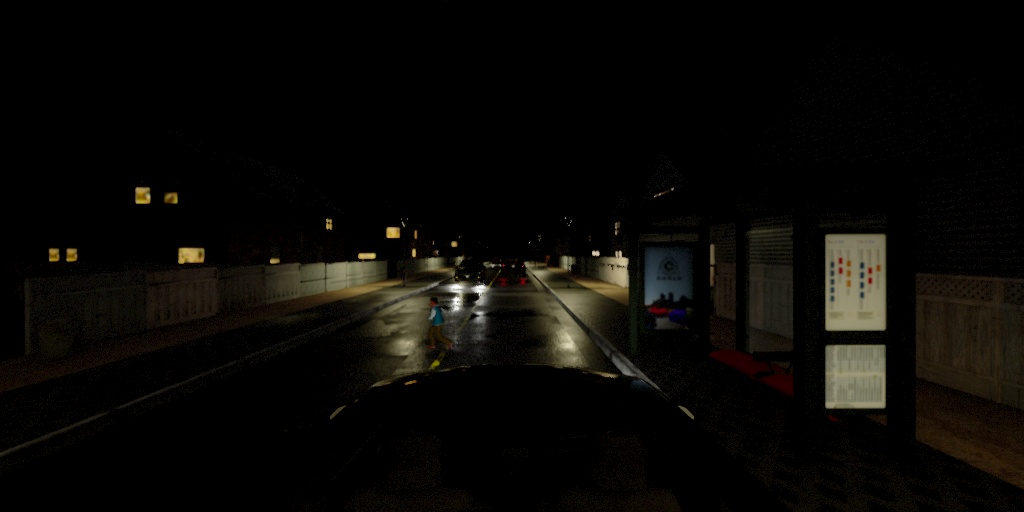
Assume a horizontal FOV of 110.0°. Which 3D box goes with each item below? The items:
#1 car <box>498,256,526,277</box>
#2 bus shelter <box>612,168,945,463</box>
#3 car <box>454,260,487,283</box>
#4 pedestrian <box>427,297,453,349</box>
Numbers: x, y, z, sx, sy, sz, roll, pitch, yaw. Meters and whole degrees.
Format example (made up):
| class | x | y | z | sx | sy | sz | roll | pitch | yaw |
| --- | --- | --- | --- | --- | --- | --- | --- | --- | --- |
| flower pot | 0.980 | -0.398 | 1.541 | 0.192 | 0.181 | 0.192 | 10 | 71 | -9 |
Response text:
| class | x | y | z | sx | sy | sz | roll | pitch | yaw |
| --- | --- | --- | --- | --- | --- | --- | --- | --- | --- |
| car | 0.119 | 0.836 | 31.507 | 2.097 | 1.767 | 4.553 | 0 | 1 | 1 |
| bus shelter | 3.013 | 0.585 | 5.247 | 1.920 | 2.740 | 3.880 | 0 | 0 | 0 |
| car | -2.825 | 1.034 | 25.051 | 1.837 | 1.490 | 4.892 | 0 | 0 | 0 |
| pedestrian | -1.547 | 1.361 | 7.395 | 0.500 | 1.100 | 0.500 | 0 | 0 | -4 |
